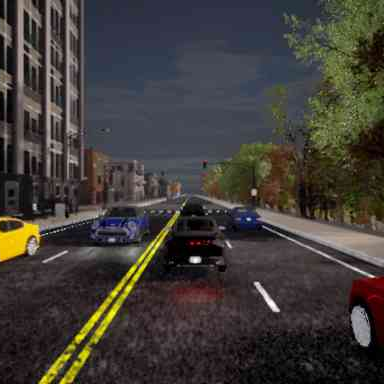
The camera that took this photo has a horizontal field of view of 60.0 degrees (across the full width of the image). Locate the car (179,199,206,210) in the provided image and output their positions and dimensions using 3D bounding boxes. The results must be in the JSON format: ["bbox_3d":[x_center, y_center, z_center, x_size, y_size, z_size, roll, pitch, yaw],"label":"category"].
[{"bbox_3d":[0.091,1.622,26.998,1.882,1.535,5.008,0,0,0],"label":"car"}]

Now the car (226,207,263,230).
[{"bbox_3d":[3.339,1.666,22.042,2.033,1.411,5.357,0,0,0],"label":"car"}]

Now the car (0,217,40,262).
[{"bbox_3d":[-6.603,1.533,10.367,1.882,1.535,5.008,0,0,0],"label":"car"}]

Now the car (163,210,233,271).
[{"bbox_3d":[0.093,1.563,11.116,1.837,1.490,4.892,0,-1,0],"label":"car"}]

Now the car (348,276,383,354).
[{"bbox_3d":[3.328,1.495,3.133,1.882,1.535,5.008,0,0,0],"label":"car"}]

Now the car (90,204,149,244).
[{"bbox_3d":[-3.353,1.438,16.179,2.097,1.767,4.553,0,0,0],"label":"car"}]
